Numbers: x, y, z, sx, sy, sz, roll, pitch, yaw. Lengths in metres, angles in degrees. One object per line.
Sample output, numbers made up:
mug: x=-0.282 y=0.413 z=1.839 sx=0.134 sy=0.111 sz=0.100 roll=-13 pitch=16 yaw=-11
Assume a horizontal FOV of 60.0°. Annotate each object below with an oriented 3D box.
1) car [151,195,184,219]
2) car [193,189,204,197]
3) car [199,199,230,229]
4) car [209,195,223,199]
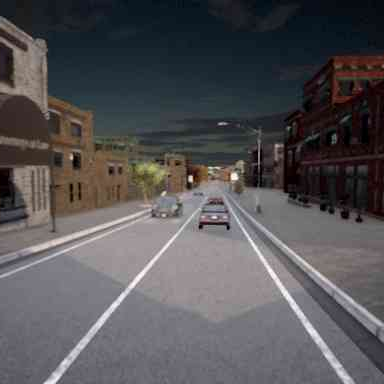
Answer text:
car: x=-1.875 y=1.083 z=26.445 sx=2.097 sy=1.767 sz=4.553 roll=1 pitch=1 yaw=4
car: x=1.336 y=0.168 z=68.044 sx=1.882 sy=1.535 sz=5.008 roll=1 pitch=2 yaw=4
car: x=1.391 y=1.394 z=20.554 sx=2.033 sy=1.411 sz=5.357 roll=1 pitch=1 yaw=4
car: x=3.076 y=1.023 z=43.059 sx=1.895 sy=1.301 sz=4.718 roll=1 pitch=1 yaw=4
